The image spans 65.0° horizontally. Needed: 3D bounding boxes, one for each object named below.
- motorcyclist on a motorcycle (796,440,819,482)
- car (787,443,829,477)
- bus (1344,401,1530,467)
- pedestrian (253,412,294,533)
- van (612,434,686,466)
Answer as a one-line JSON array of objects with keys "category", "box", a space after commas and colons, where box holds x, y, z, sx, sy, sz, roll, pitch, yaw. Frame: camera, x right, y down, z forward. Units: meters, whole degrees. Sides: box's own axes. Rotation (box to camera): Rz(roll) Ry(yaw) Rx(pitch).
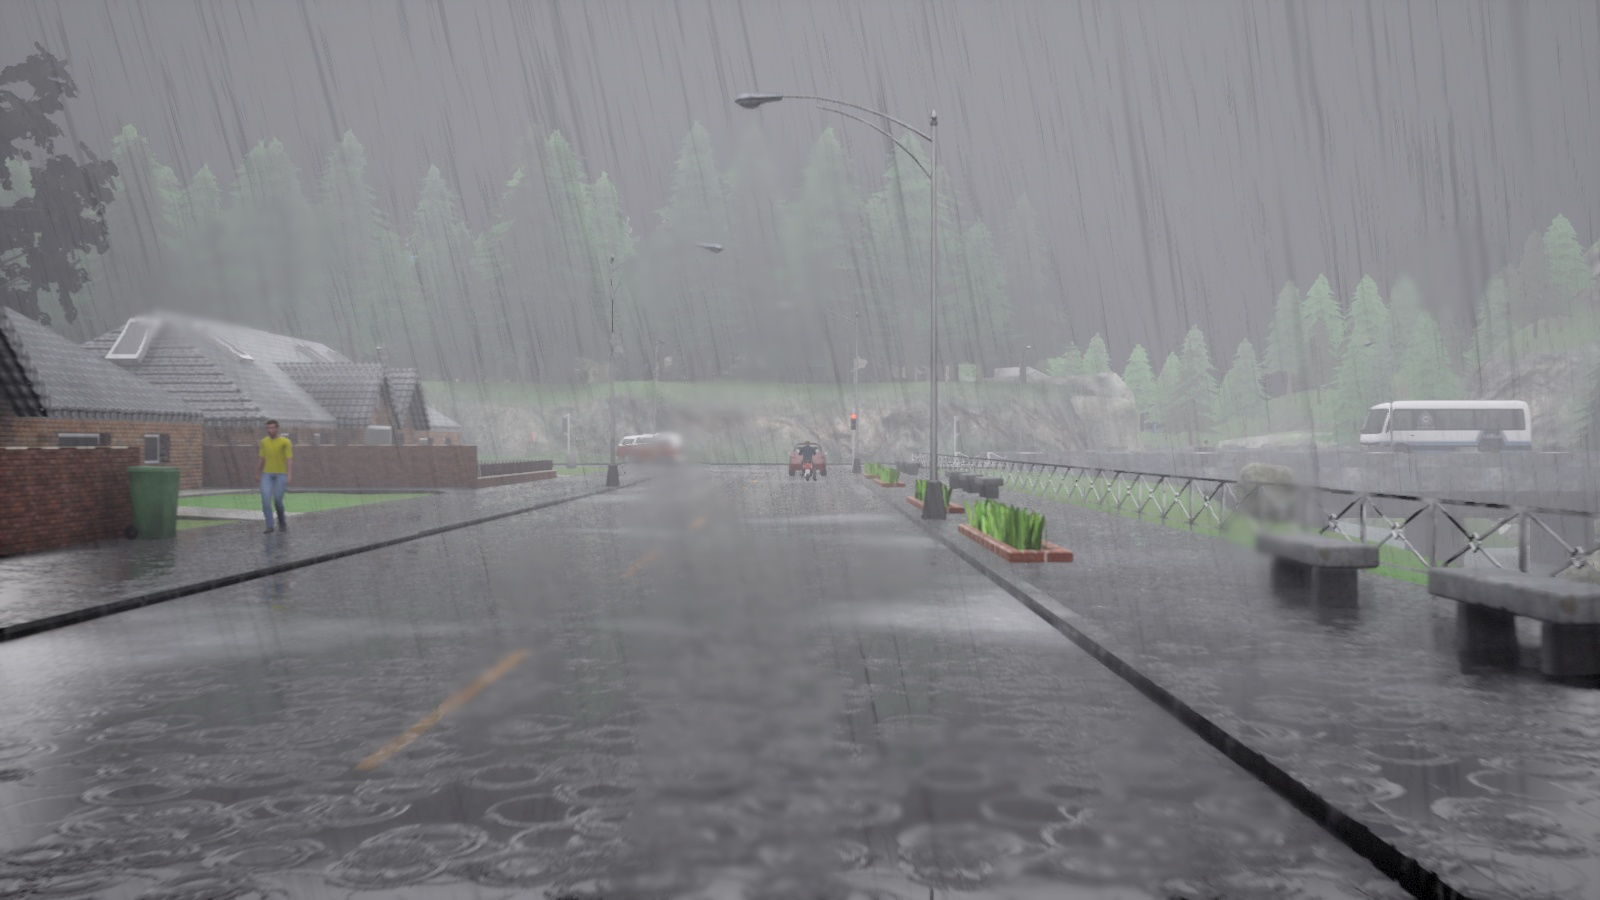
[{"category": "motorcyclist on a motorcycle", "box": [0.298, 0.424, 49.079, 0.866, 1.590, 1.817, 0, 0, 0]}, {"category": "car", "box": [0.344, 0.439, 57.158, 1.845, 1.501, 3.633, 0, 0, 0]}, {"category": "bus", "box": [41.928, -1.064, 82.929, 10.273, 4.253, 3.944, 0, 0, 1]}, {"category": "pedestrian", "box": [-8.184, 0.340, 19.522, 0.354, 1.836, 0.706, 0, 0, -1]}, {"category": "van", "box": [-9.949, -0.006, 82.976, 4.480, 2.038, 2.069, 0, 0, 9]}]
